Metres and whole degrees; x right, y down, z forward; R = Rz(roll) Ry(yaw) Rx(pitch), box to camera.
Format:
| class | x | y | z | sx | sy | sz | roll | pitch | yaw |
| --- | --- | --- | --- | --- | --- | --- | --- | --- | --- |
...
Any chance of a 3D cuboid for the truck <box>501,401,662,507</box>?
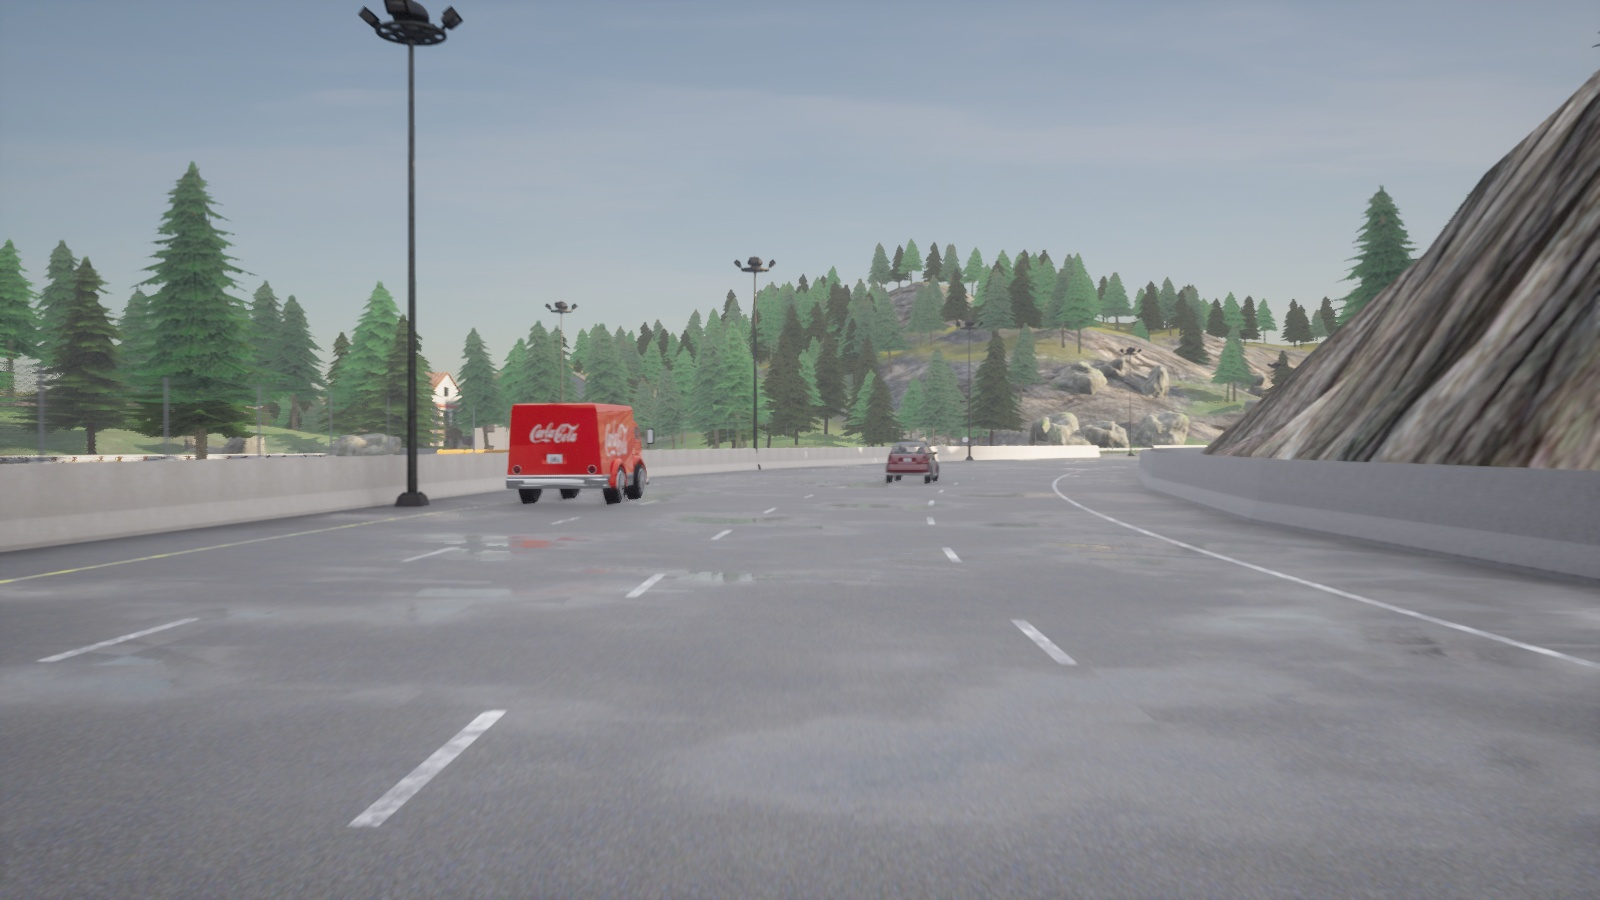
| class | x | y | z | sx | sy | sz | roll | pitch | yaw |
| --- | --- | --- | --- | --- | --- | --- | --- | --- | --- |
| truck | -5.425 | 0.077 | 32.052 | 2.627 | 2.467 | 5.204 | 0 | 0 | 7 |

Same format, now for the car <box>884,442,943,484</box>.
| class | x | y | z | sx | sy | sz | roll | pitch | yaw |
| --- | --- | --- | --- | --- | --- | --- | --- | --- | --- |
| car | 4.340 | 0.463 | 47.603 | 1.789 | 1.549 | 3.705 | 0 | 0 | 12 |
